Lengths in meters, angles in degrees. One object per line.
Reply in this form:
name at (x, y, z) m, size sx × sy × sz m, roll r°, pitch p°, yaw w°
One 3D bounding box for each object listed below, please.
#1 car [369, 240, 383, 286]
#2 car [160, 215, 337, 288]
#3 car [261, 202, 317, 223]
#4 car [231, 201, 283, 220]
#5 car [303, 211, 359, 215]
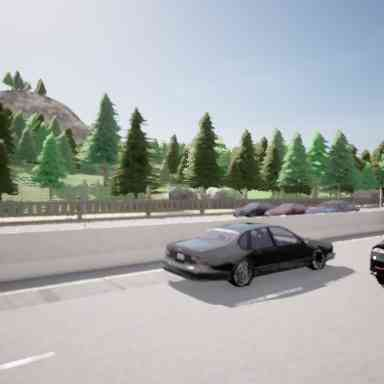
car at (6.304, 1.520, 8.224) m, size 4.902 × 1.511 × 2.128 m, roll 0°, pitch 0°, yaw -35°
car at (1.779, 1.572, 9.302) m, size 5.357 × 1.411 × 2.033 m, roll 0°, pitch 0°, yaw -35°
car at (7.890, 1.600, 26.767) m, size 4.674 × 1.442 × 1.812 m, roll 0°, pitch 0°, yaw -35°
car at (5.837, 1.603, 29.601) m, size 4.674 × 1.442 × 1.812 m, roll 0°, pitch 0°, yaw -35°
car at (10.143, 1.423, 24.073) m, size 4.553 × 1.767 × 2.097 m, roll 0°, pitch 0°, yaw -35°
